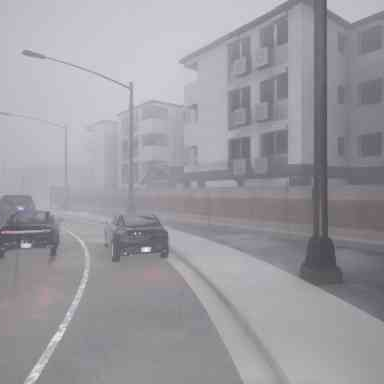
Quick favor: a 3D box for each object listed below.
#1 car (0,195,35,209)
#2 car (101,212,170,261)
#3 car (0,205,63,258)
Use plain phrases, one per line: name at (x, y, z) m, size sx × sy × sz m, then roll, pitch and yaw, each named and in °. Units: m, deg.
car at (-12.942, 1.221, 24.419) m, size 2.150 × 2.045 × 5.566 m, roll 0°, pitch 0°, yaw -34°
car at (-2.189, 1.504, 12.417) m, size 1.837 × 1.490 × 4.892 m, roll 0°, pitch 0°, yaw -19°
car at (-6.167, 1.492, 12.918) m, size 2.128 × 1.511 × 4.902 m, roll 0°, pitch 0°, yaw -21°
